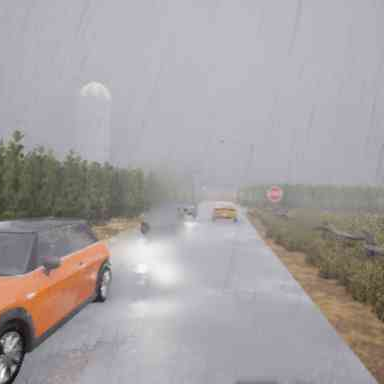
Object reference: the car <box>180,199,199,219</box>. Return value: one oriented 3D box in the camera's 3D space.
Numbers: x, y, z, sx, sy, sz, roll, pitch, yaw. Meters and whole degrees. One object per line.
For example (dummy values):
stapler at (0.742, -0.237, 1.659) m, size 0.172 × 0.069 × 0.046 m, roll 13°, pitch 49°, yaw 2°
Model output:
car at (-0.529, 1.301, 27.203) m, size 1.994 × 1.385 × 4.181 m, roll 2°, pitch 0°, yaw 6°

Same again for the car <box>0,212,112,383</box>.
car at (-2.864, 1.255, 5.103) m, size 2.097 × 1.767 × 4.553 m, roll 2°, pitch 0°, yaw 6°

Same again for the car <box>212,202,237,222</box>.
car at (2.717, 1.529, 27.530) m, size 1.882 × 1.535 × 5.008 m, roll 2°, pitch 0°, yaw 6°

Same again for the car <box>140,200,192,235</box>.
car at (-1.492, 1.434, 18.513) m, size 2.128 × 1.511 × 4.902 m, roll 2°, pitch 1°, yaw 6°
